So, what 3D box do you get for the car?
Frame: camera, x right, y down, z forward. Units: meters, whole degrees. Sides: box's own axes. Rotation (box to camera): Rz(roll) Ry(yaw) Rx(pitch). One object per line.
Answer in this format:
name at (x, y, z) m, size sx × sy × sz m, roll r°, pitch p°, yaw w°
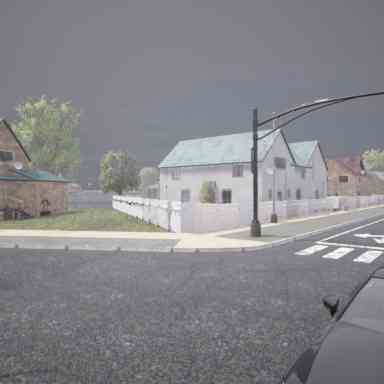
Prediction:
car at (2.531, 1.524, 3.416) m, size 1.812 × 1.442 × 4.674 m, roll 0°, pitch 0°, yaw 42°
